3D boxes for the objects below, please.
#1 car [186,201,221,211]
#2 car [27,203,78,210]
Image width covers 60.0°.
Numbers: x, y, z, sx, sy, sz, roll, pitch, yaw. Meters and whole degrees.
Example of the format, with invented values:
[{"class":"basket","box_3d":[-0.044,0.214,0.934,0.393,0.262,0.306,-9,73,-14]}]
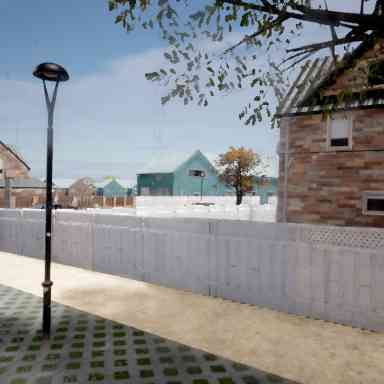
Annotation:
[{"class":"car","box_3d":[0.819,1.693,34.801,5.008,1.535,1.882,1,1,-37]},{"class":"car","box_3d":[-10.728,1.554,24.267,1.837,1.490,4.892,3,1,44]}]
